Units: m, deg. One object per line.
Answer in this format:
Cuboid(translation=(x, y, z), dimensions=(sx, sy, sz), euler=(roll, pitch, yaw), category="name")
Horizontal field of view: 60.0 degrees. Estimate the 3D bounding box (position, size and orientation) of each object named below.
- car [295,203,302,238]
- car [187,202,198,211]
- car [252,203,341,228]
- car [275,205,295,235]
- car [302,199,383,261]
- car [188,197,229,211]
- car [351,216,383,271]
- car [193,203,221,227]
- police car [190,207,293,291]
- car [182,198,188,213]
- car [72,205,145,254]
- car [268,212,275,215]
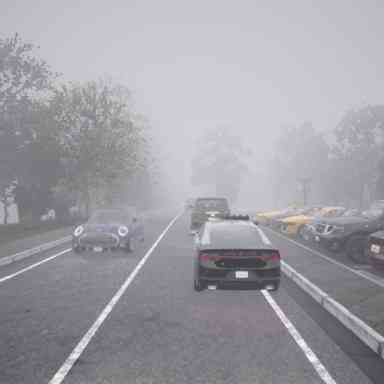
Cuboid(translation=(7.141, 1.382, 14.221), dimensions=(4.553, 1.767, 2.185), euler=(0, 0, 0), category="car")
Cuboid(translation=(0.125, 2.613, 59.655), dimensions=(1.837, 1.490, 4.892), euler=(0, -2, 0), category="car")
Cuboid(translation=(6.946, 1.562, 22.539), dimensions=(5.366, 1.575, 1.946), euler=(0, 0, 0), category="car")
Cuboid(translation=(7.123, 1.518, 16.998), dimensions=(5.008, 1.535, 2.097), euler=(0, 0, 0), category="car")
Cuboid(translation=(7.074, 1.249, 11.450), dimensions=(5.566, 2.045, 2.435), euler=(0, 0, 0), category="car")
Cuboid(translation=(1.014, 1.295, 19.131), dimensions=(2.150, 2.045, 5.566), euler=(0, -1, 0), category="car")
Cuboid(translation=(7.124, 1.527, 8.673), dimensions=(4.792, 1.488, 2.163), euler=(0, 0, 0), category="car")
Cuboid(translation=(1.027, 1.620, 25.102), dimensions=(1.882, 1.535, 5.008), euler=(0, -1, 0), category="car")
Cuboid(translation=(0.993, 1.439, 9.189), dimensions=(1.930, 1.638, 5.238), euler=(0, 0, 0), category="police car")
Cuboid(translation=(0.112, 1.804, 44.901), dimensions=(2.150, 2.045, 5.566), euler=(0, -2, 0), category="car")
Cuboid(translation=(-3.222, 1.385, 13.645), dimensions=(2.097, 1.767, 4.553), euler=(0, 0, 0), category="car")
Cuboid(translation=(7.130, 1.539, 19.770), dimensions=(4.892, 1.521, 2.231), euler=(0, 0, 0), category="car")
